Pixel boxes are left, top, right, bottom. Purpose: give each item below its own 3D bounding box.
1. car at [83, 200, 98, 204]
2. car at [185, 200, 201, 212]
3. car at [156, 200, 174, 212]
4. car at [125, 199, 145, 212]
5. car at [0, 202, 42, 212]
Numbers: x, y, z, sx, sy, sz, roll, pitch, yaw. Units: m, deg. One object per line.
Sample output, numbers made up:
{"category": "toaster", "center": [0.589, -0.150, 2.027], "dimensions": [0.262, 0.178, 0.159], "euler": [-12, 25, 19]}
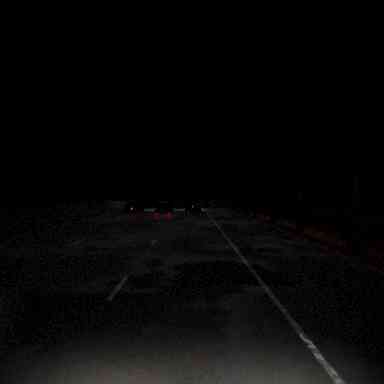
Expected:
{"category": "car", "center": [-20.995, 2.583, 69.038], "dimensions": [2.150, 2.045, 5.566], "euler": [0, -5, 0]}
{"category": "car", "center": [0.103, 1.705, 41.690], "dimensions": [1.994, 1.385, 4.181], "euler": [0, 0, 0]}
{"category": "car", "center": [-3.397, 1.666, 41.479], "dimensions": [1.812, 1.442, 4.674], "euler": [0, 0, 0]}
{"category": "car", "center": [-6.897, 1.641, 40.445], "dimensions": [1.837, 1.490, 4.892], "euler": [0, 0, 0]}
{"category": "car", "center": [-14.096, 1.598, 27.421], "dimensions": [1.837, 1.490, 4.892], "euler": [0, 0, 0]}
